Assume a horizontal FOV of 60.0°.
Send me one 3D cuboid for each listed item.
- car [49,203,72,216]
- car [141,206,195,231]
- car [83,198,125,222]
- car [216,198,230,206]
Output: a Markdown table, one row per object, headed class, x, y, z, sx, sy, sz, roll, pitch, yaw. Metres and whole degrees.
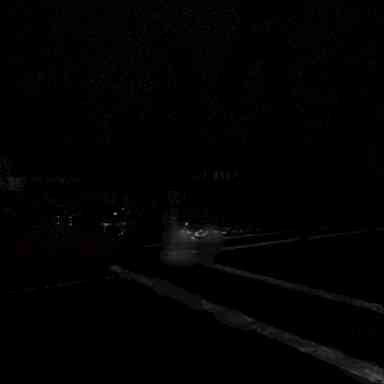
| class | x | y | z | sx | sy | sz | roll | pitch | yaw |
| --- | --- | --- | --- | --- | --- | --- | --- | --- | --- |
| car | -16.350 | 2.140 | 41.295 | 1.812 | 1.442 | 4.674 | 0 | -1 | -36 |
| car | -1.709 | 1.655 | 21.732 | 1.812 | 1.442 | 4.674 | 0 | -1 | -37 |
| car | -8.122 | 1.524 | 30.288 | 2.150 | 2.045 | 5.566 | 0 | -1 | -37 |
| car | 6.215 | 1.849 | 60.473 | 1.970 | 1.475 | 3.806 | 0 | -1 | -37 |
